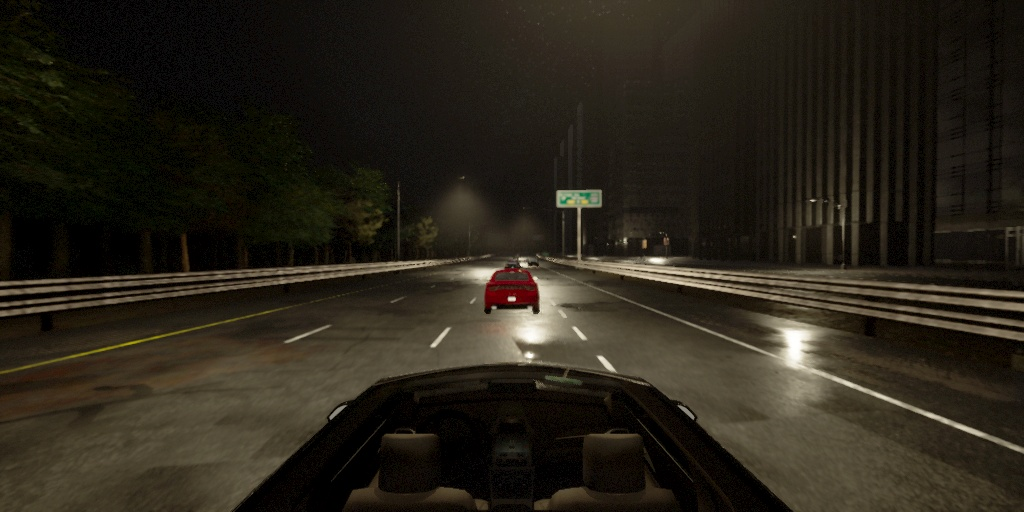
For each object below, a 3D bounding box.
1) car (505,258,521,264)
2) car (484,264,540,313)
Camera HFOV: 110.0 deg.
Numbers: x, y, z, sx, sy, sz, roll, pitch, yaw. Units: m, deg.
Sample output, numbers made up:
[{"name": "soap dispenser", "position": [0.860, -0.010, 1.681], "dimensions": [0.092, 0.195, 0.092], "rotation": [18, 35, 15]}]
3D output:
[{"name": "car", "position": [0.121, 1.308, 44.044], "dimensions": [1.994, 1.385, 4.181], "rotation": [0, 0, 0]}, {"name": "car", "position": [0.002, 1.240, 14.046], "dimensions": [1.882, 1.535, 5.008], "rotation": [0, 0, 0]}]
